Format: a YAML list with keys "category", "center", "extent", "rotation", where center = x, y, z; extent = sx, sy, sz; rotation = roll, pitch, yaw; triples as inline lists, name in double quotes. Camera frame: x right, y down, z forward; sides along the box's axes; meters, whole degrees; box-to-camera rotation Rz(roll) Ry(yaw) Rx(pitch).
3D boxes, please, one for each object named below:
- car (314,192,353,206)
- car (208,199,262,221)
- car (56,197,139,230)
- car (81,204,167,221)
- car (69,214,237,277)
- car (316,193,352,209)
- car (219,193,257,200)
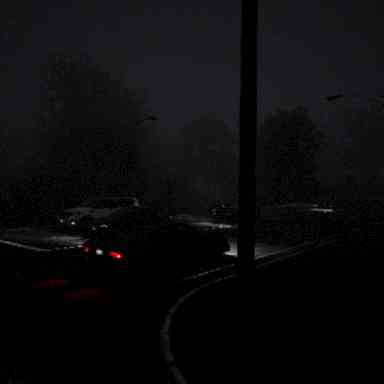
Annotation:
- category: "car"
  center: [18.161, 0.822, 42.507]
  extent: [5.357, 1.411, 2.033]
  rotation: [-3, 1, -34]
- category: "car"
  center: [3.673, 1.551, 26.218]
  extent: [4.674, 1.442, 1.812]
  rotation: [-1, 1, -44]
- category: "car"
  center: [-5.757, 1.327, 21.369]
  extent: [2.150, 2.045, 5.566]
  rotation: [0, 0, 41]
- category: "car"
  center: [-3.386, 1.620, 18.729]
  extent: [1.837, 1.490, 4.892]
  rotation: [0, 0, 41]
- category: "car"
  center: [-0.896, 1.660, 10.736]
  extent: [2.033, 1.411, 5.357]
  rotation: [0, 0, 39]
- category: "car"
  center: [15.605, 1.064, 36.390]
  extent: [4.181, 1.385, 1.994]
  rotation: [-3, 2, -37]
- category: "car"
  center: [4.009, 1.156, 31.383]
  extent: [5.566, 2.045, 2.150]
  rotation: [-2, 2, -42]
